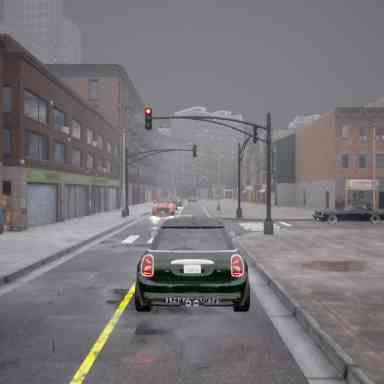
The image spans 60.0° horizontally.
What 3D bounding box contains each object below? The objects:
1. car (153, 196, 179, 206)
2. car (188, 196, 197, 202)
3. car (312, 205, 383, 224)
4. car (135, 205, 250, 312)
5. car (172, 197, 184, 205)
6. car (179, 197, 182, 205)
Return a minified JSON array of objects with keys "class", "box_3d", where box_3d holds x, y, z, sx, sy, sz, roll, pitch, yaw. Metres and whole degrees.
[{"class":"car","box_3d":[-2.791,1.371,33.874,2.097,1.767,4.553,0,0,0]},{"class":"car","box_3d":[0.134,1.638,75.549,1.994,1.385,4.181,0,0,0]},{"class":"car","box_3d":[10.966,1.540,23.209,4.718,1.301,1.895,0,0,0]},{"class":"car","box_3d":[0.022,1.355,7.882,2.097,1.767,4.553,0,0,0]},{"class":"car","box_3d":[-2.685,1.611,64.023,2.033,1.411,5.357,0,0,1]},{"class":"car","box_3d":[-2.775,1.578,43.344,2.033,1.411,5.357,0,0,0]}]
